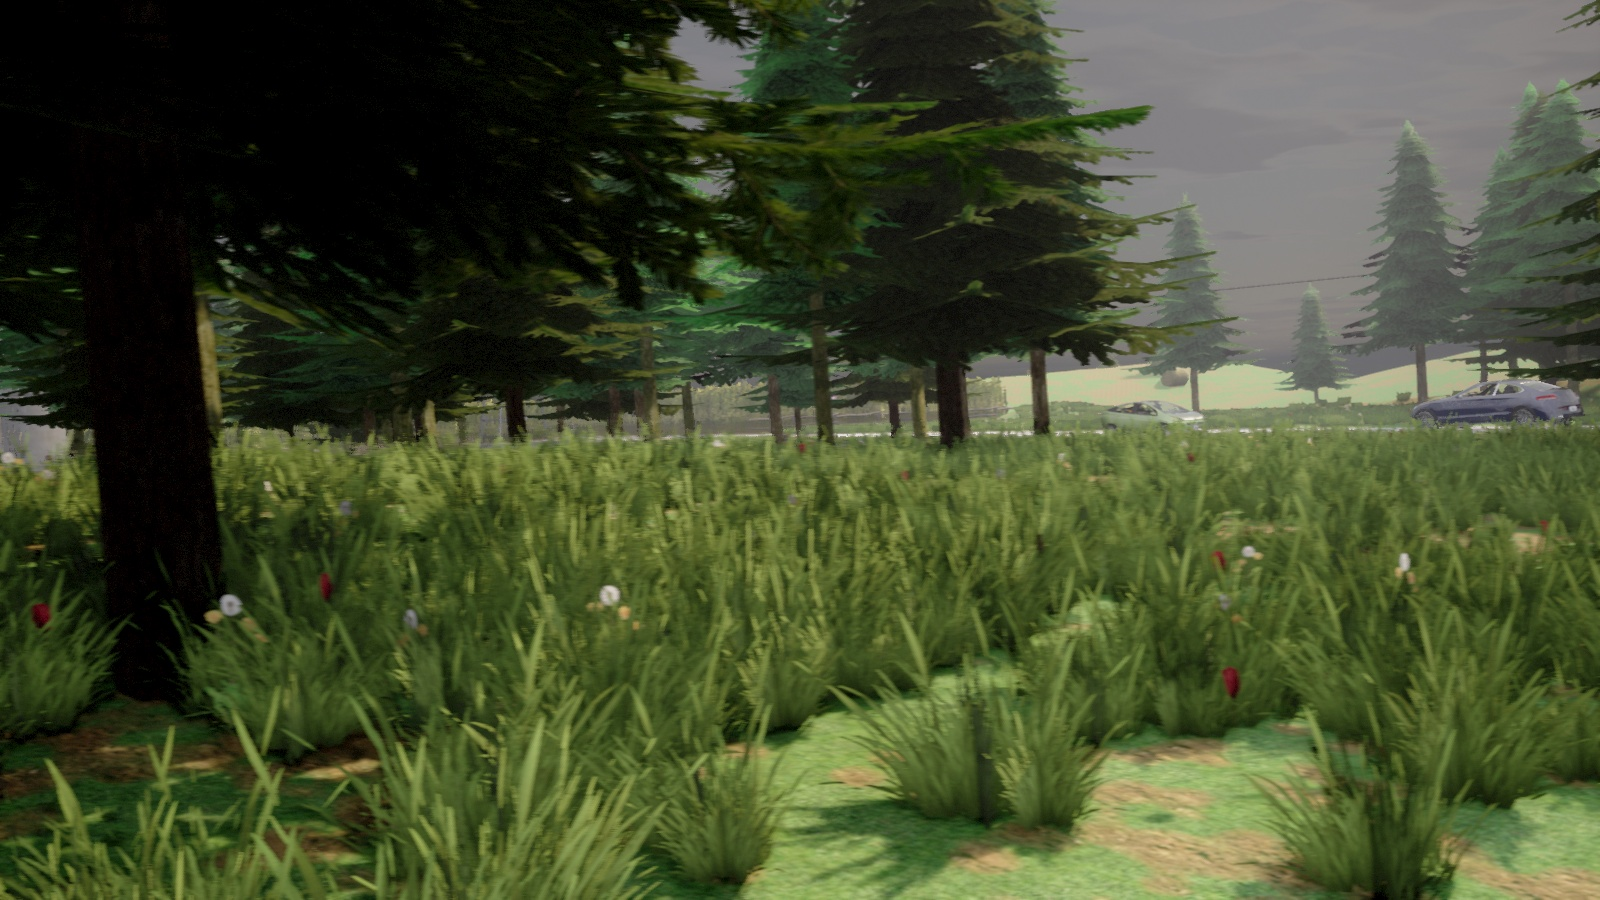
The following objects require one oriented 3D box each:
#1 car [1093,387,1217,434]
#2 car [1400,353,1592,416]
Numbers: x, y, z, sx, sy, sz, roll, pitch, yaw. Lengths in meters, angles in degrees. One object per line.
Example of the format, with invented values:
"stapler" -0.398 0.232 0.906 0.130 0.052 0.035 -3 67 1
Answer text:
"car" 13.978 -1.543 49.742 2.007 1.525 4.514 -7 3 -30
"car" 22.625 -2.097 41.052 2.152 1.651 5.027 -7 3 -30
